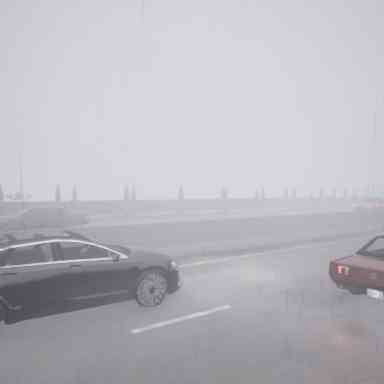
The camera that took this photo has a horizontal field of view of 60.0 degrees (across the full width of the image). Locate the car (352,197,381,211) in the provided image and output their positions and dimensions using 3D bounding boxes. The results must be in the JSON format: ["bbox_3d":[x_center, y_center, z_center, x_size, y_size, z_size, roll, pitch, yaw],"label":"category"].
[{"bbox_3d":[18.203,1.352,33.572,4.553,1.767,2.097,0,0,-34],"label":"car"}]

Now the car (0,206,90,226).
[{"bbox_3d":[-8.779,1.546,19.219,5.357,1.411,2.033,0,0,-36],"label":"car"}]

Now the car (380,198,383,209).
[{"bbox_3d":[19.575,1.505,30.281,4.892,1.490,1.837,0,0,-34],"label":"car"}]

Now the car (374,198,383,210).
[{"bbox_3d":[25.586,1.507,42.712,4.892,1.490,1.837,1,0,-34],"label":"car"}]

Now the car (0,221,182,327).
[{"bbox_3d":[-2.486,1.491,6.270,4.902,1.511,2.128,0,0,-35],"label":"car"}]

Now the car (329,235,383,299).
[{"bbox_3d":[5.216,1.601,7.460,4.718,1.301,1.895,0,0,-35],"label":"car"}]
